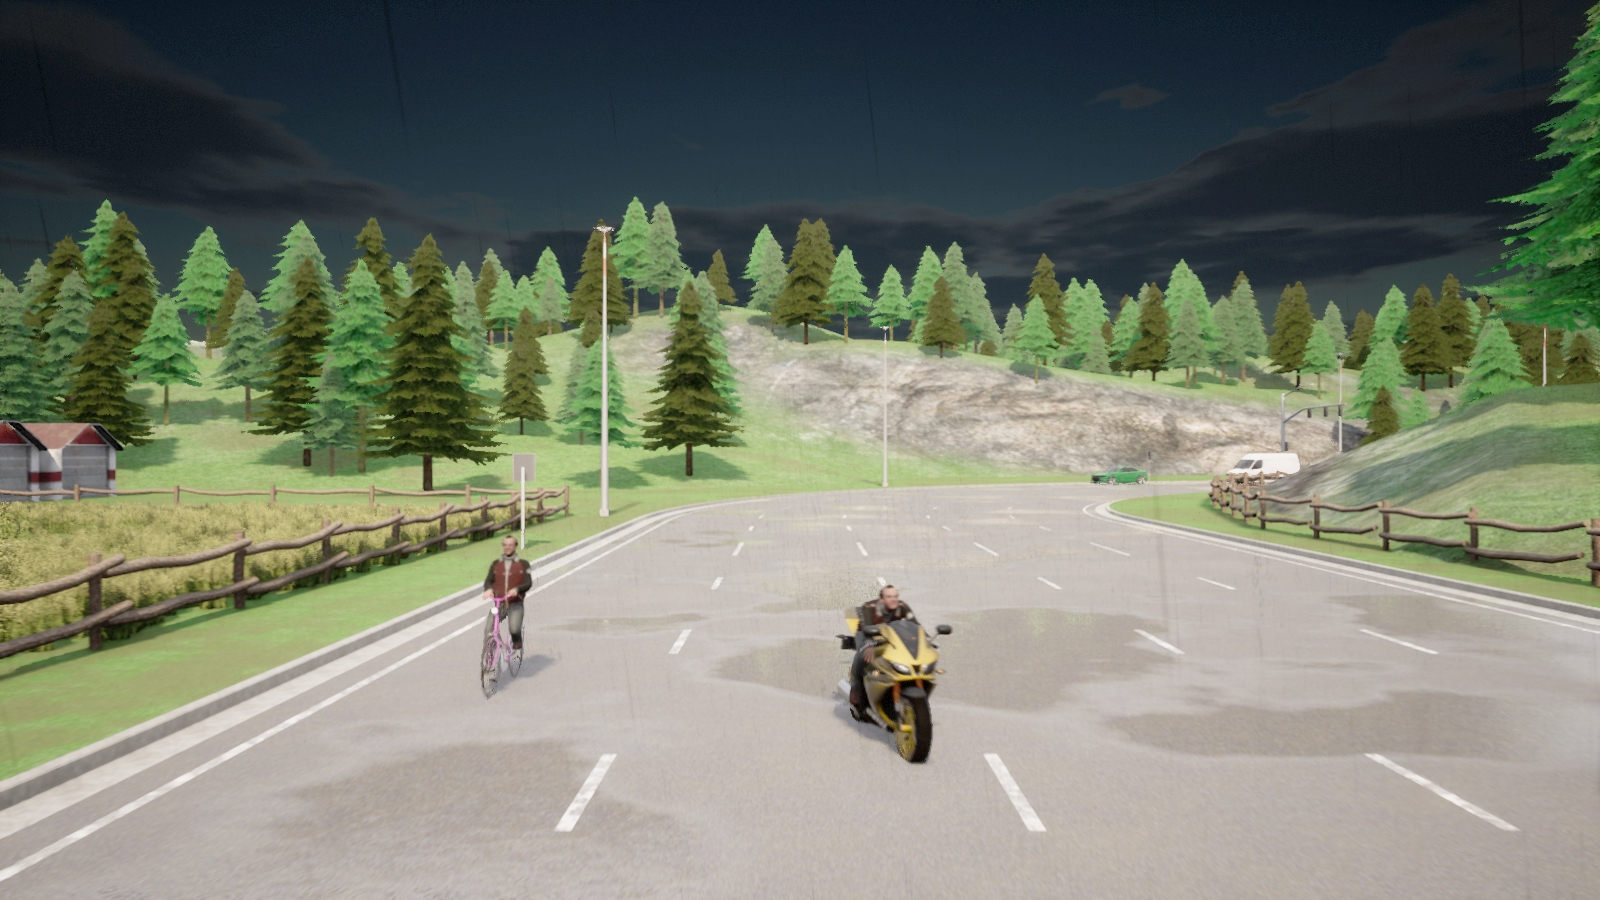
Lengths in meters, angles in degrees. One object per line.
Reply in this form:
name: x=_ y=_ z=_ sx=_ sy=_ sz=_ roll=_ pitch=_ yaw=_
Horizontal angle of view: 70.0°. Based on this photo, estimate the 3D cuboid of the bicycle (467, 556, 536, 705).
bicycle: x=-3.483 y=2.060 z=13.428 sx=0.329 sy=1.471 sz=1.835 roll=0 pitch=0 yaw=0

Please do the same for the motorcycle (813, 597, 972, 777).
motorcycle: x=0.830 y=2.205 z=11.071 sx=0.867 sy=1.251 sz=2.209 roll=1 pitch=0 yaw=-14
